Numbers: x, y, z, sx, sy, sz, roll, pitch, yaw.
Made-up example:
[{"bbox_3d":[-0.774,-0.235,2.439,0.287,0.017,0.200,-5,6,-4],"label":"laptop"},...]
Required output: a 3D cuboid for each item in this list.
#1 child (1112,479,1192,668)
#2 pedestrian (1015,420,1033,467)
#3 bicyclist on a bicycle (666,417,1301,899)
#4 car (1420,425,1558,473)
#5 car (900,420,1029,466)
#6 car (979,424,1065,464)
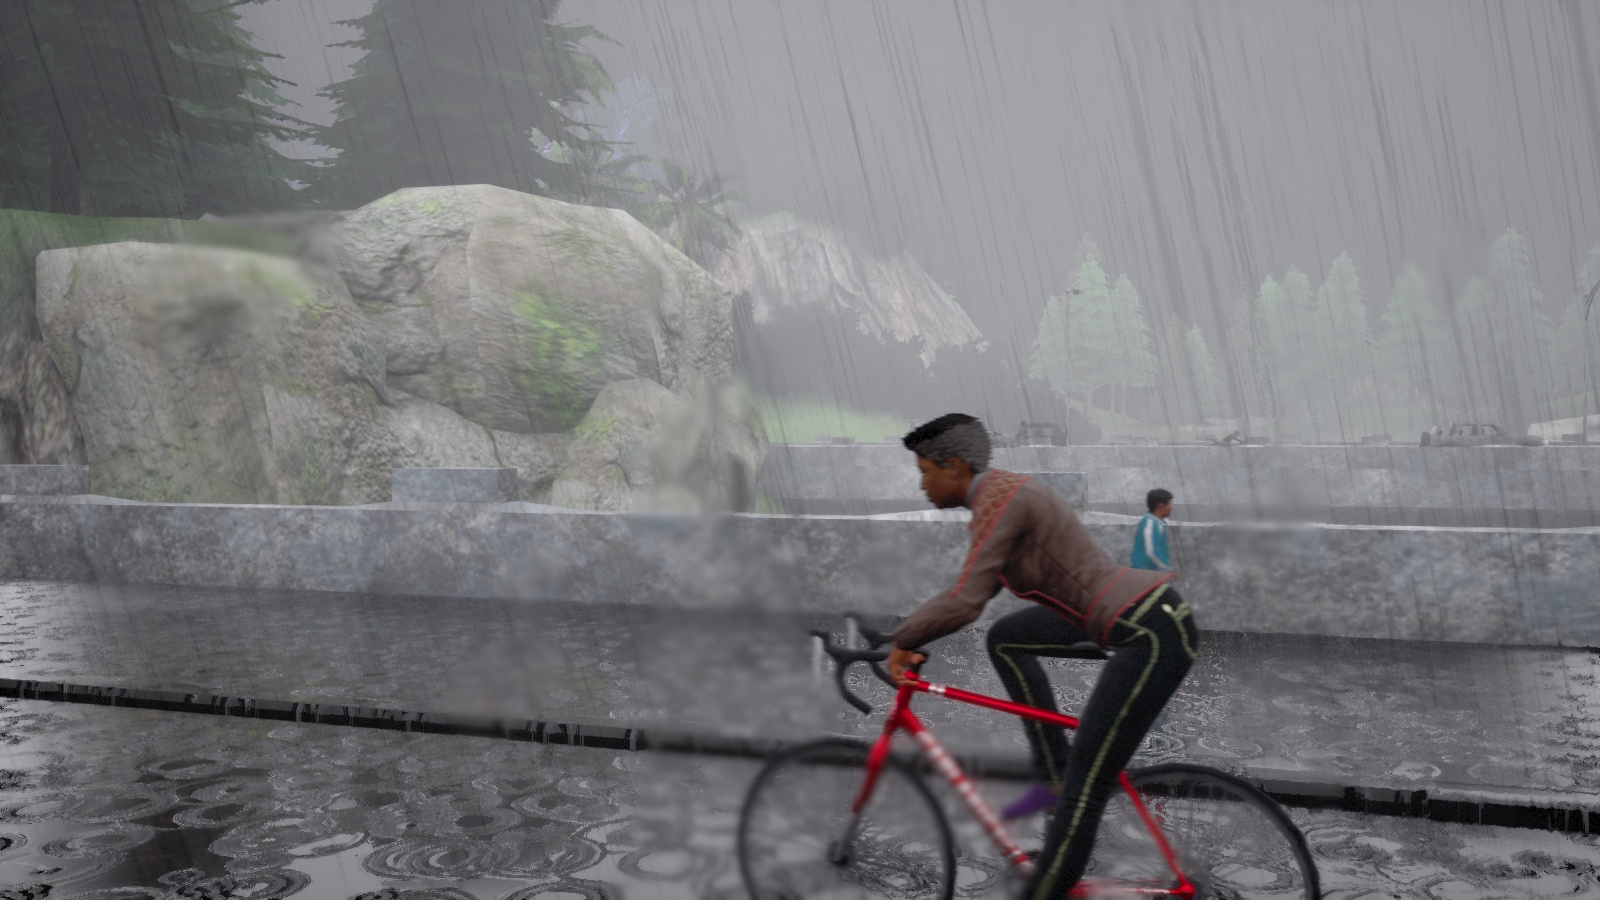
[{"bbox_3d":[2.290,0.794,8.205,0.448,1.192,0.343,0,1,7],"label":"child"},{"bbox_3d":[9.293,-0.263,52.082,0.666,1.930,0.402,0,1,-4],"label":"pedestrian"},{"bbox_3d":[0.504,0.725,3.545,1.656,1.620,0.582,0,1,19],"label":"bicyclist on a bicycle"},{"bbox_3d":[27.796,-0.066,50.829,4.605,1.855,1.932,1,1,19],"label":"car"},{"bbox_3d":[7.552,-0.347,57.617,5.566,2.045,2.150,0,1,19],"label":"car"},{"bbox_3d":[10.748,-0.310,60.766,3.866,1.878,1.905,1,1,19],"label":"car"}]
